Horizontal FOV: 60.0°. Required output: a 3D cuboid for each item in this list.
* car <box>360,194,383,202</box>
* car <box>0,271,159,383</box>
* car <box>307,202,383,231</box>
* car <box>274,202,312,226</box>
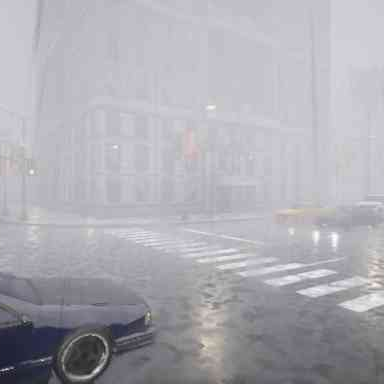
[{"bbox_3d":[16.526,1.221,29.460,5.566,2.045,2.150,0,0,-33],"label":"car"},{"bbox_3d":[-3.092,1.543,3.668,5.357,1.411,2.033,0,0,-34],"label":"car"},{"bbox_3d":[9.962,1.547,20.923,5.357,1.411,2.033,0,0,-34],"label":"car"},{"bbox_3d":[8.038,1.478,23.843,5.008,1.535,1.882,0,0,-34],"label":"car"}]
